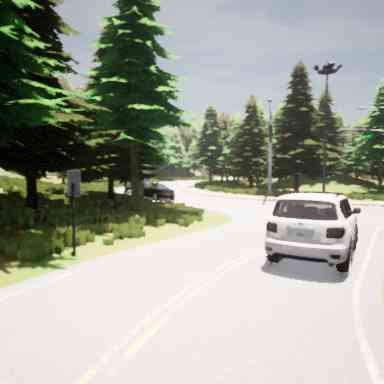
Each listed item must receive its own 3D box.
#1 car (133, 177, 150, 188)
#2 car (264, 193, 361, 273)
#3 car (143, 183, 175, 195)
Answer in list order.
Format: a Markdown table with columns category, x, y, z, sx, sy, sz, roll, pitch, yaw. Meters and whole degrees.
| category | x | y | z | sx | sy | sz | roll | pitch | yaw |
| --- | --- | --- | --- | --- | --- | --- | --- | --- | --- |
| car | -7.757 | -1.552 | 51.614 | 1.882 | 1.535 | 5.008 | 0 | 4 | 1 |
| car | 3.987 | 1.042 | 10.612 | 2.150 | 2.045 | 5.566 | 3 | 3 | 29 |
| car | -3.379 | -0.116 | 31.837 | 1.882 | 1.535 | 5.008 | -2 | 5 | -31 |
